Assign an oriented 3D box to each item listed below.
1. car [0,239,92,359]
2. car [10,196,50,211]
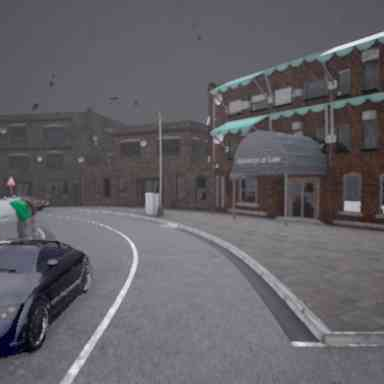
[{"bbox_3d":[-3.238,1.591,6.028,1.994,1.385,4.181,0,0,-2],"label":"car"},{"bbox_3d":[-15.078,1.045,29.160,5.357,1.411,2.033,-1,2,19],"label":"car"}]
